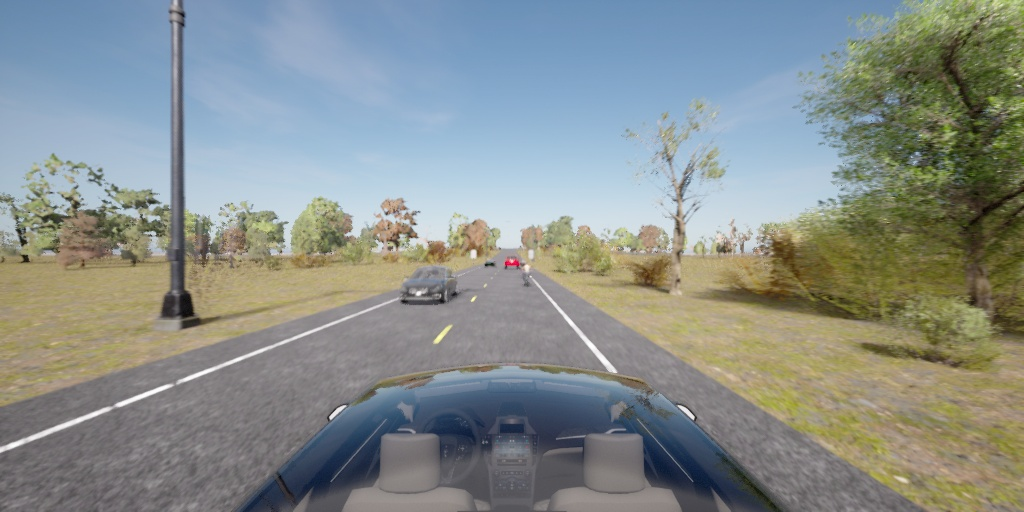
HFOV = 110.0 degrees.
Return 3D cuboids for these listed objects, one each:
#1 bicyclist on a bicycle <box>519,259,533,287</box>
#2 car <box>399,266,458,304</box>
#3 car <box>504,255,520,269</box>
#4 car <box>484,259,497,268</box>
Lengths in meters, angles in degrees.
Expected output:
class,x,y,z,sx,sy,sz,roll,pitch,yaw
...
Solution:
class,x,y,z,sx,sy,sz,roll,pitch,yaw
bicyclist on a bicycle,0.969,1.140,23.123,0.866,1.612,1.509,0,-1,0
car,-3.598,1.223,16.234,1.837,1.490,4.892,0,0,0
car,-0.002,0.857,53.047,2.150,2.045,5.566,0,0,0
car,-3.527,1.223,58.647,1.895,1.301,4.718,0,0,1
